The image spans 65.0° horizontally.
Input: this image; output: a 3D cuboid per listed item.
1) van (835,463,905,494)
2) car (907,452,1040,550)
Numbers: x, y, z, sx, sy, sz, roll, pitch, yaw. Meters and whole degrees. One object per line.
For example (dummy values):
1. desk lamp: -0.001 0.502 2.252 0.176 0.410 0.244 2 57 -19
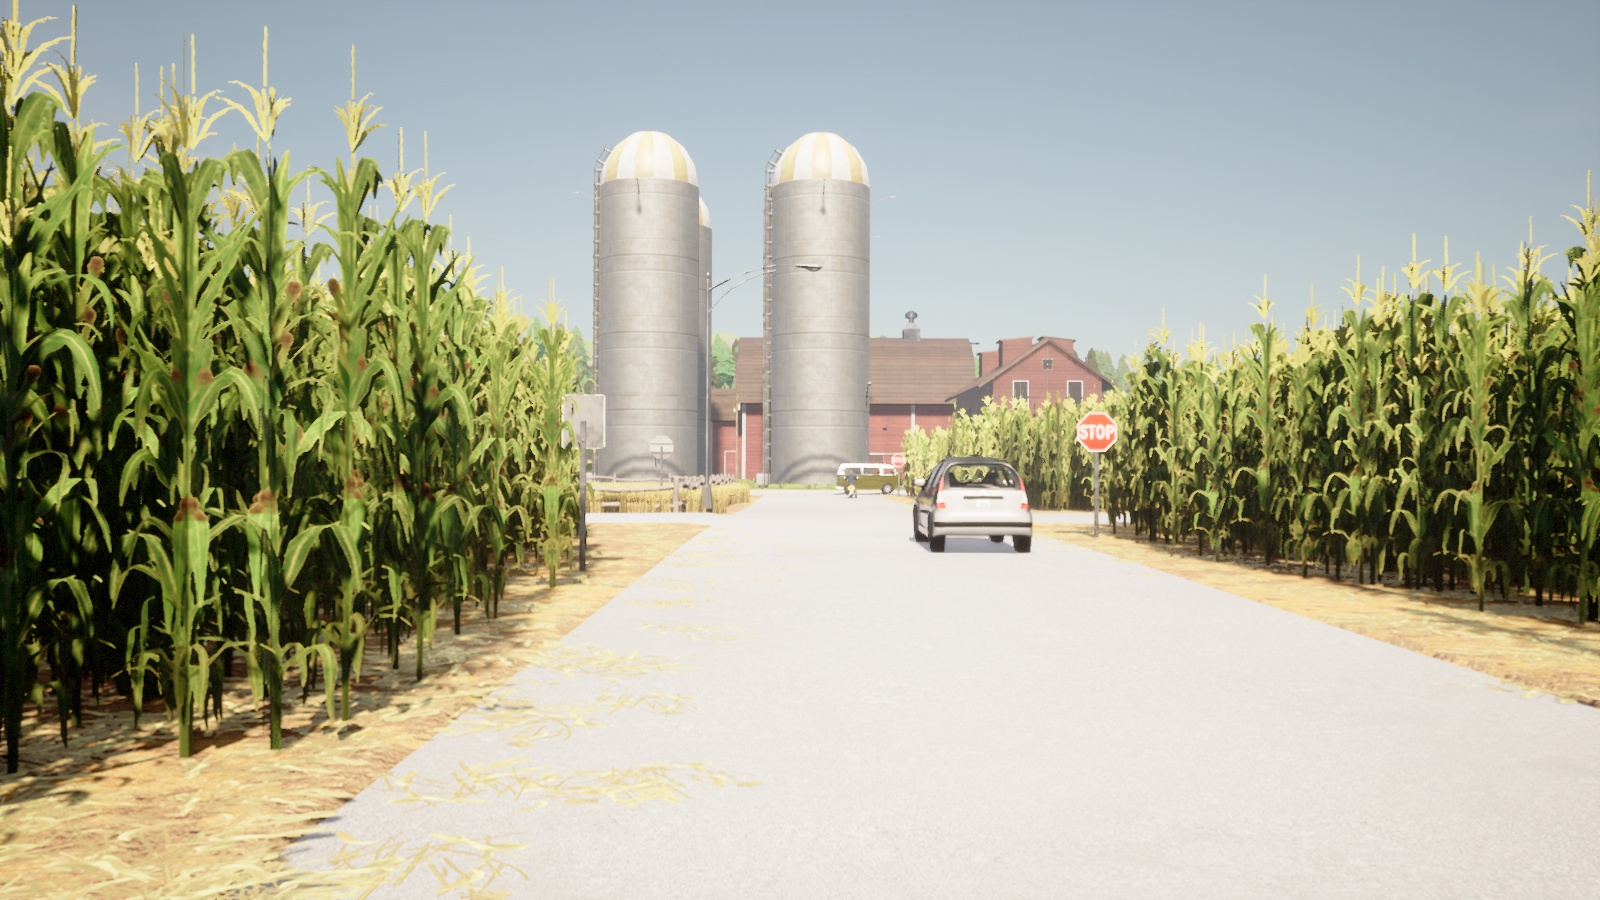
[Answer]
1. van: 4.615 1.876 82.773 4.480 2.038 2.069 0 -1 0
2. car: 3.047 0.867 22.795 1.851 1.617 3.988 0 -1 0
